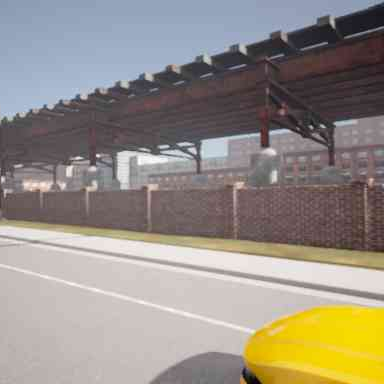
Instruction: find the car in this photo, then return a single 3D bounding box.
[{"bbox_3d":[2.699,1.476,2.065,5.008,1.535,1.882,0,0,36],"label":"car"}]
